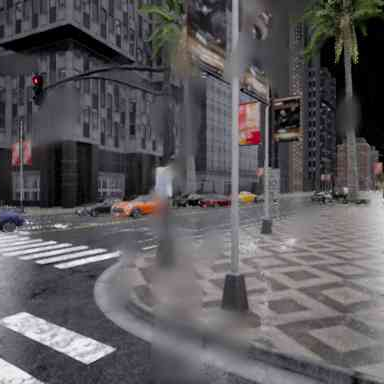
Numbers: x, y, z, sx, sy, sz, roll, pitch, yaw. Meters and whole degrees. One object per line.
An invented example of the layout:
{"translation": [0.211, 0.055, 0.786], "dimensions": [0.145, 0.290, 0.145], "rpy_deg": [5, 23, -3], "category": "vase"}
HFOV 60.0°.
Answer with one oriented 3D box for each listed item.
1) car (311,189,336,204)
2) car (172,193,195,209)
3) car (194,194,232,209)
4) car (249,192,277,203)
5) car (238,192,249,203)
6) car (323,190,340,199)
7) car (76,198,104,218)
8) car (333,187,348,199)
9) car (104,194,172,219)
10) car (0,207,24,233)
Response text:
{"translation": [16.900, 0.701, 43.209], "dimensions": [1.837, 1.490, 4.892], "rpy_deg": [0, 1, 36], "category": "car"}
{"translation": [-0.219, 0.916, 36.250], "dimensions": [1.882, 1.535, 5.008], "rpy_deg": [0, 1, 35], "category": "car"}
{"translation": [2.554, 1.041, 34.542], "dimensions": [1.895, 1.301, 4.718], "rpy_deg": [0, 1, 35], "category": "car"}
{"translation": [9.980, 0.730, 44.954], "dimensions": [1.837, 1.490, 4.892], "rpy_deg": [0, 1, 36], "category": "car"}
{"translation": [7.036, 0.706, 46.421], "dimensions": [1.882, 1.535, 5.008], "rpy_deg": [0, 1, 35], "category": "car"}
{"translation": [25.759, 0.350, 61.331], "dimensions": [1.882, 1.535, 5.008], "rpy_deg": [0, 1, 36], "category": "car"}
{"translation": [-7.031, 1.169, 26.639], "dimensions": [1.812, 1.442, 4.674], "rpy_deg": [0, 1, 35], "category": "car"}
{"translation": [23.672, 0.230, 52.772], "dimensions": [2.150, 2.045, 5.566], "rpy_deg": [0, 1, 36], "category": "car"}
{"translation": [-3.985, 0.989, 25.320], "dimensions": [2.097, 1.767, 4.553], "rpy_deg": [0, 1, 35], "category": "car"}
{"translation": [-10.592, 1.367, 16.000], "dimensions": [1.812, 1.442, 4.674], "rpy_deg": [0, 1, 35], "category": "car"}
